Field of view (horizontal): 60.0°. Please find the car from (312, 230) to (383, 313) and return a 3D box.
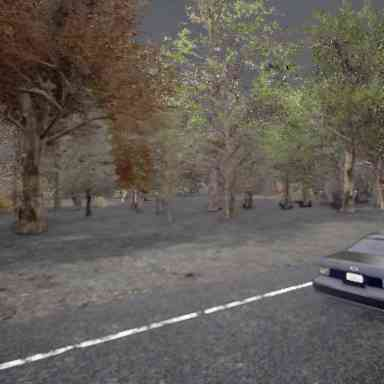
[{"bbox_3d":[4.854,1.517,7.210,5.357,1.411,2.033,0,0,-35],"label":"car"}]
